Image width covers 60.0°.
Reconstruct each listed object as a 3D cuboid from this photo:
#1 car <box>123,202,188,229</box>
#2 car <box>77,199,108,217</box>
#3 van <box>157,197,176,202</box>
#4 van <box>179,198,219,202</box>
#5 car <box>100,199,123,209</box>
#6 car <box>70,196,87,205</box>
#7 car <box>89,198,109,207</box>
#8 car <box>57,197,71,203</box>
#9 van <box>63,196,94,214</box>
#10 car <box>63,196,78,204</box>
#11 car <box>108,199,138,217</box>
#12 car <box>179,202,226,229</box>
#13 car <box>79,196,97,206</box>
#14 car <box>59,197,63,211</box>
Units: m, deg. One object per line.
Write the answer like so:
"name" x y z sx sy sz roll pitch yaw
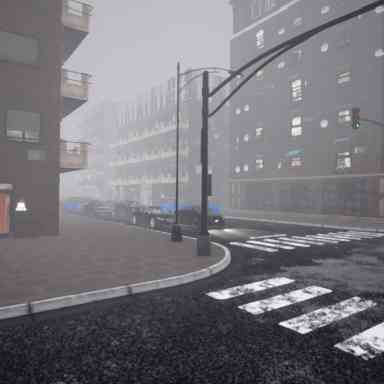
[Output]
"car" -2.470 1.539 21.579 2.008 1.369 4.403 1 -1 -35
"car" -8.836 1.591 30.779 1.802 1.307 4.206 1 -1 -35
"van" -2.354 1.449 35.265 1.690 1.788 3.998 1 -1 -35
"van" 0.829 1.439 30.664 1.690 1.788 3.998 1 -1 -35
"car" -11.905 1.683 49.064 1.887 1.381 4.507 1 -1 -35
"car" -21.453 1.605 62.866 1.967 1.590 4.097 1 -1 -35
"car" -15.088 1.729 53.664 1.802 1.307 4.206 1 -1 -35
"car" -27.820 1.727 72.067 1.887 1.381 4.507 1 -1 -35
"van" -12.017 1.361 35.381 1.690 1.788 3.998 1 -1 -35
"car" -24.636 1.614 67.467 1.967 1.590 4.097 1 -1 -35
"car" -5.546 1.528 30.359 2.128 1.511 4.902 1 -1 -35
"car" 0.358 1.581 21.823 1.994 1.385 4.181 1 -1 -35
"car" -18.270 1.597 58.266 1.967 1.590 4.097 1 -1 -35
"car" -15.202 1.580 39.980 2.008 1.369 4.403 1 -1 -35
